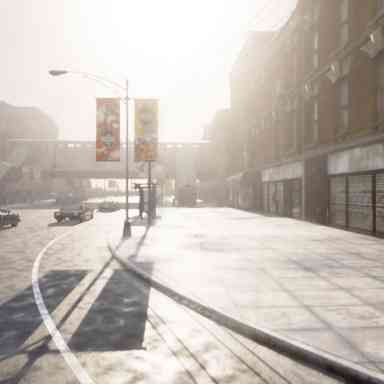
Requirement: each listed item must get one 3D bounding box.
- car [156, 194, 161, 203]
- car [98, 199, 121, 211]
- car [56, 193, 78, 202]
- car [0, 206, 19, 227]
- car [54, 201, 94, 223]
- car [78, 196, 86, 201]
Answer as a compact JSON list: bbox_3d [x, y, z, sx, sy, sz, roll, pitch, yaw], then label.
[{"bbox_3d":[-9.428,1.471,85.103,2.231,1.521,4.892,0,0,6],"label":"car"},{"bbox_3d":[-9.773,1.559,39.582,1.994,1.385,4.181,0,0,-3],"label":"car"},{"bbox_3d":[-24.989,1.220,65.530,2.435,2.045,5.566,0,0,-4],"label":"car"},{"bbox_3d":[-11.930,1.523,19.660,1.812,1.442,4.674,0,0,-6],"label":"car"},{"bbox_3d":[-8.946,1.597,25.705,1.895,1.301,4.718,0,0,-4],"label":"car"},{"bbox_3d":[-25.469,1.585,72.911,1.895,1.301,4.718,0,0,-4],"label":"car"}]
